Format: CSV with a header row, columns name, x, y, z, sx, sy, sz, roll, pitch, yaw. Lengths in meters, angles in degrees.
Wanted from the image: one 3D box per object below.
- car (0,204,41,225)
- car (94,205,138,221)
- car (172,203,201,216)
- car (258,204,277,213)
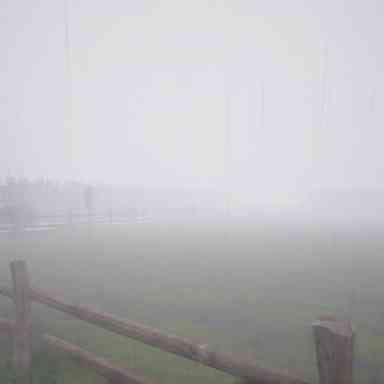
name,x,y,z,sx,sy,sz,roll,pitch,yaw
car,-13.959,1.696,25.127,2.097,1.767,4.553,-1,-2,35
car,-7.682,2.087,33.879,2.128,1.511,4.902,-1,-2,36
car,-0.820,2.218,43.326,2.097,1.767,4.553,-1,-2,36
car,13.129,2.760,57.575,1.882,1.535,5.008,-1,-2,36
